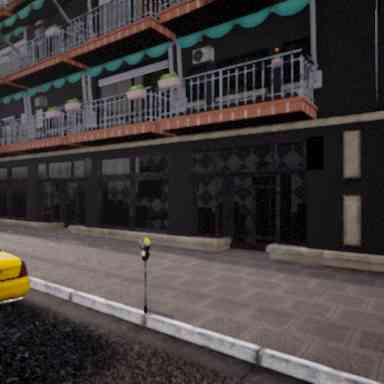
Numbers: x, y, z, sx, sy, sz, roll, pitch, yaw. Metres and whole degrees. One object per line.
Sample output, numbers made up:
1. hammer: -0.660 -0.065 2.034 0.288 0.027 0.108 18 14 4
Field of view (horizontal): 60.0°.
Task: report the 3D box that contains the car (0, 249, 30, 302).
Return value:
1. car: -5.416 1.334 6.798 5.366 1.575 1.801 1 1 35
